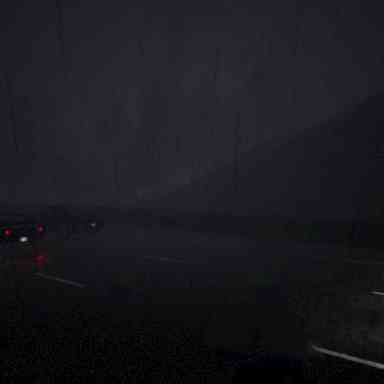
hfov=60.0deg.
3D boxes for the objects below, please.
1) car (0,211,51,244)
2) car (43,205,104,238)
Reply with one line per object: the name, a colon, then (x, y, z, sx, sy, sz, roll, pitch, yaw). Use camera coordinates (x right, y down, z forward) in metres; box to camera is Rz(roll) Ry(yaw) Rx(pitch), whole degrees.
car: (-8.374, 1.542, 14.265, 4.718, 1.301, 1.895, 0, 0, 36)
car: (-6.747, 1.417, 17.404, 5.008, 1.535, 1.882, 0, 0, 36)
